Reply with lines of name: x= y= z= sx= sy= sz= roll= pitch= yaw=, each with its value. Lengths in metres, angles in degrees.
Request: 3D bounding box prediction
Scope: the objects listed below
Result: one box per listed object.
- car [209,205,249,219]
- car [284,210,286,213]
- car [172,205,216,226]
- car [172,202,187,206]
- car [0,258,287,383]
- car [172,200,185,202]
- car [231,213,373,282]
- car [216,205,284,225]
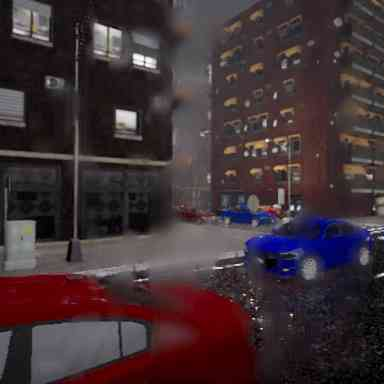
car: x=4.038 y=2.162 z=37.060 sx=1.947 sy=1.339 sz=4.313 roll=0 pitch=-1 yaw=-36
car: x=7.156 y=2.071 z=32.749 sx=1.887 sy=1.381 sz=4.507 roll=0 pitch=-1 yaw=-36
car: x=0.391 y=2.022 z=27.860 sx=1.802 sy=1.307 sz=4.206 roll=0 pitch=-1 yaw=-36
car: x=-2.425 y=2.124 z=36.134 sx=2.033 sy=1.411 sz=5.357 roll=1 pitch=-1 yaw=-36
car: x=-1.719 y=1.477 z=2.460 sx=5.008 sy=1.535 sz=1.882 roll=1 pitch=-1 yaw=-35
car: x=-2.602 y=2.061 z=46.239 sx=2.192 sy=1.841 sz=5.009 roll=0 pitch=-1 yaw=-36
car: x=3.721 y=1.564 z=10.290 sx=5.008 sy=1.535 sz=1.882 roll=1 pitch=0 yaw=-39
car: x=4.503 y=1.899 z=26.558 sx=1.882 sy=1.535 sz=5.008 roll=1 pitch=-1 yaw=-36
